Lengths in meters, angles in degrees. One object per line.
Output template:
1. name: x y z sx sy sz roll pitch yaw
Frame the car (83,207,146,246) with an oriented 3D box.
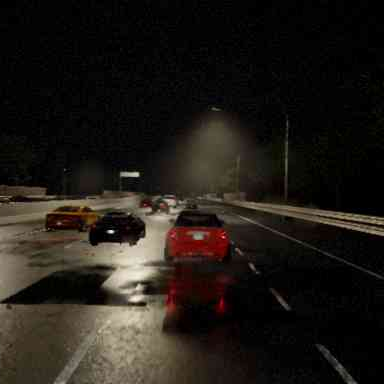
1. car: -3.337 1.615 15.633 1.994 1.385 4.181 1 0 0

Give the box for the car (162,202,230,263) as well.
1. car: 0.183 1.457 12.595 2.097 1.767 4.553 1 0 0

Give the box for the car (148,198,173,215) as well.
1. car: -3.472 1.749 37.636 1.837 1.490 4.892 1 -1 0

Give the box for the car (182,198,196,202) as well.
1. car: -0.041 1.952 46.617 2.033 1.411 5.357 1 -1 0

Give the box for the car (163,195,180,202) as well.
1. car: -3.595 1.625 54.683 2.150 2.045 5.566 1 -1 0

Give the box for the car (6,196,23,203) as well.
1. car: -28.108 1.348 53.845 1.837 1.490 4.892 1 0 0

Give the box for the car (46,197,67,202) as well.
1. car: -21.126 1.556 53.347 1.994 1.385 4.181 1 -1 0

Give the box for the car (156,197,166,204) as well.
1. car: -7.284 2.038 78.636 1.882 1.535 5.008 1 -1 0

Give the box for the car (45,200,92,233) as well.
1. car: -6.855 1.483 19.643 1.882 1.535 5.008 1 0 0

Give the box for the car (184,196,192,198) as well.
1. car: -0.249 2.194 73.629 2.128 1.511 4.902 1 -1 0

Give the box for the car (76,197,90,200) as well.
1. car: -17.629 1.564 53.350 2.128 1.511 4.902 1 -1 0

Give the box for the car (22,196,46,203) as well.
1. car: -24.614 1.515 53.267 1.895 1.301 4.718 1 -1 0

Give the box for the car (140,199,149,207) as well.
1. car: -7.085 1.782 52.625 1.882 1.535 5.008 1 -1 0

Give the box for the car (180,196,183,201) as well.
1. car: -3.733 2.095 71.623 2.128 1.511 4.902 1 -1 0
